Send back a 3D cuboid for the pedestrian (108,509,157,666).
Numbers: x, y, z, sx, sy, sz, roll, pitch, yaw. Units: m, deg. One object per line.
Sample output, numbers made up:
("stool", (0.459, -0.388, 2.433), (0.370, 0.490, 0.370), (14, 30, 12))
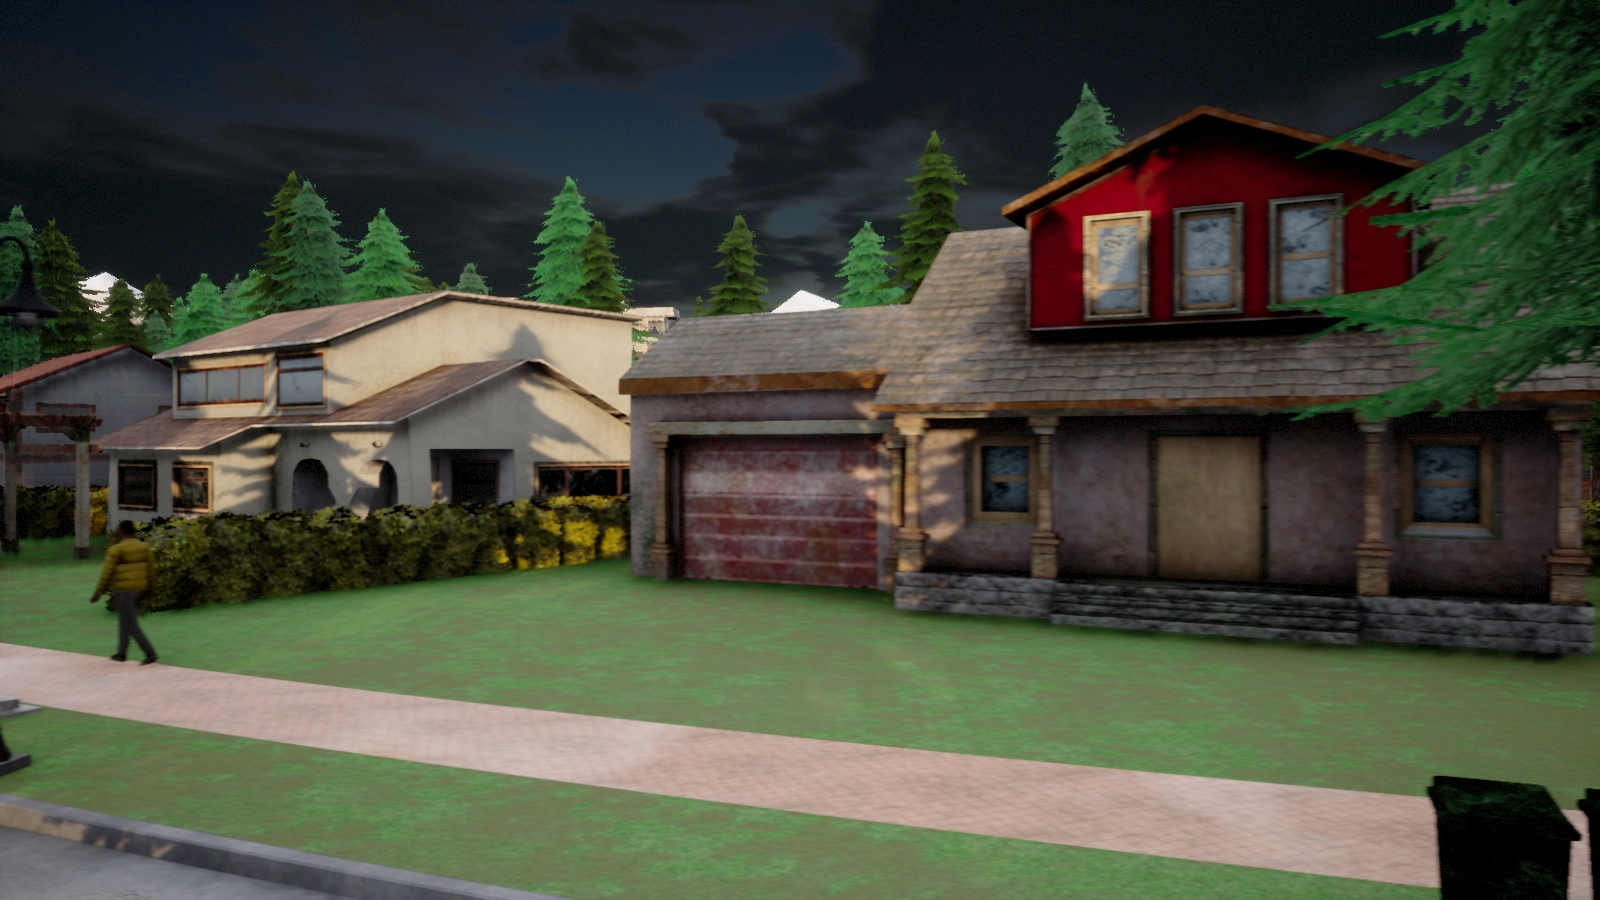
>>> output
("pedestrian", (-8.176, 1.665, 13.994), (0.375, 1.860, 0.375), (0, 0, 26))
